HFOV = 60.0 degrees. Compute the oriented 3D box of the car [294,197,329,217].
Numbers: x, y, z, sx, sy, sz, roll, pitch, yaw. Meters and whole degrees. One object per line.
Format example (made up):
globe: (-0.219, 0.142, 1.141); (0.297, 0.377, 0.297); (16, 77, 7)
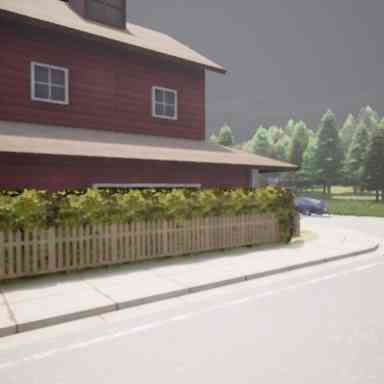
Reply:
car: (8.650, 1.153, 26.769); (1.812, 1.442, 4.674); (-1, 0, -36)
